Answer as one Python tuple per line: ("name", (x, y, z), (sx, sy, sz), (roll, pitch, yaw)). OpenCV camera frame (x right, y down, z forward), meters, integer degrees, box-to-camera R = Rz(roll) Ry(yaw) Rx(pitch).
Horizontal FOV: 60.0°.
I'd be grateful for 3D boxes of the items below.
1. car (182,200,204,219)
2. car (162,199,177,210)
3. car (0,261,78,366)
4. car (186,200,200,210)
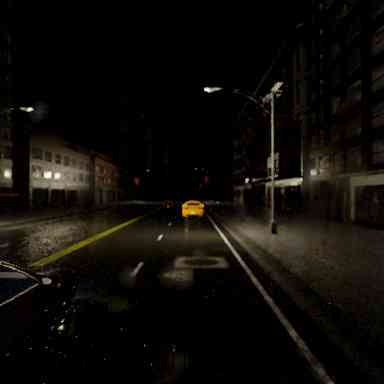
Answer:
("car", (0.103, 1.612, 30.886), (1.882, 1.535, 5.008), (0, 0, 0))
("car", (-3.145, 1.725, 46.252), (1.812, 1.442, 4.674), (0, 0, 0))
("car", (-3.151, 1.565, 4.048), (2.033, 1.411, 5.357), (0, 0, 0))
("car", (0.105, 1.807, 48.222), (1.895, 1.301, 4.718), (0, 0, 0))
